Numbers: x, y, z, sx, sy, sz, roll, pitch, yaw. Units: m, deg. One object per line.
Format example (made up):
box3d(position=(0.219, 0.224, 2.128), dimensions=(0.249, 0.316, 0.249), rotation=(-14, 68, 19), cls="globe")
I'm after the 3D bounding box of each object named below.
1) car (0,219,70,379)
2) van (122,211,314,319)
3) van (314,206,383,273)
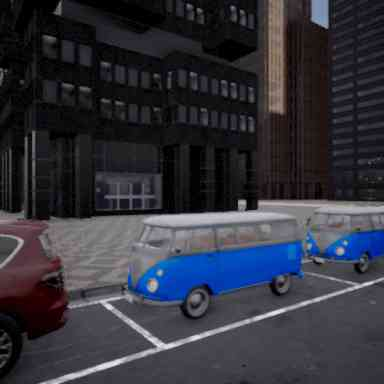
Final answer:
box3d(position=(-4.017, 1.314, 3.783), dimensions=(5.009, 1.841, 2.192), rotation=(0, 0, -35), cls="car")
box3d(position=(0.606, 1.346, 7.080), dimensions=(3.998, 1.788, 1.690), rotation=(0, 0, -35), cls="van")
box3d(position=(5.228, 1.353, 10.376), dimensions=(3.998, 1.788, 1.690), rotation=(0, 0, -35), cls="van")
